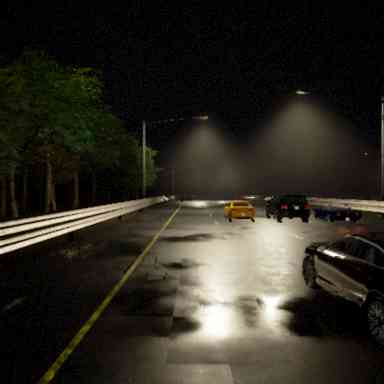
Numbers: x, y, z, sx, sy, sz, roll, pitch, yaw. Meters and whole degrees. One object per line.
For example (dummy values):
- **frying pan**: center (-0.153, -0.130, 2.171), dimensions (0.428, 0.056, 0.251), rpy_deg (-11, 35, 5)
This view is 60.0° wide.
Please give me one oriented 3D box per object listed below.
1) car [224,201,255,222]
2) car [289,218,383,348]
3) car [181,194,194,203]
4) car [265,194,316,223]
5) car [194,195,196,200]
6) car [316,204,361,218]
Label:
- **car**: center (3.602, 1.431, 25.856), dimensions (1.882, 1.535, 5.008), rpy_deg (0, 0, 0)
- **car**: center (3.599, 1.486, 6.187), dimensions (2.128, 1.511, 4.902), rpy_deg (0, 0, 0)
- **car**: center (-1.215, 1.283, 69.593), dimensions (2.097, 1.767, 4.553), rpy_deg (0, 0, 0)
- **car**: center (7.101, 1.177, 25.213), dimensions (2.150, 2.045, 5.566), rpy_deg (0, 0, 0)
- **car**: center (0.014, 1.466, 88.307), dimensions (1.812, 1.442, 4.674), rpy_deg (0, -1, 0)
- **car**: center (10.600, 1.557, 24.879), dimensions (1.895, 1.301, 4.718), rpy_deg (0, 0, 0)
